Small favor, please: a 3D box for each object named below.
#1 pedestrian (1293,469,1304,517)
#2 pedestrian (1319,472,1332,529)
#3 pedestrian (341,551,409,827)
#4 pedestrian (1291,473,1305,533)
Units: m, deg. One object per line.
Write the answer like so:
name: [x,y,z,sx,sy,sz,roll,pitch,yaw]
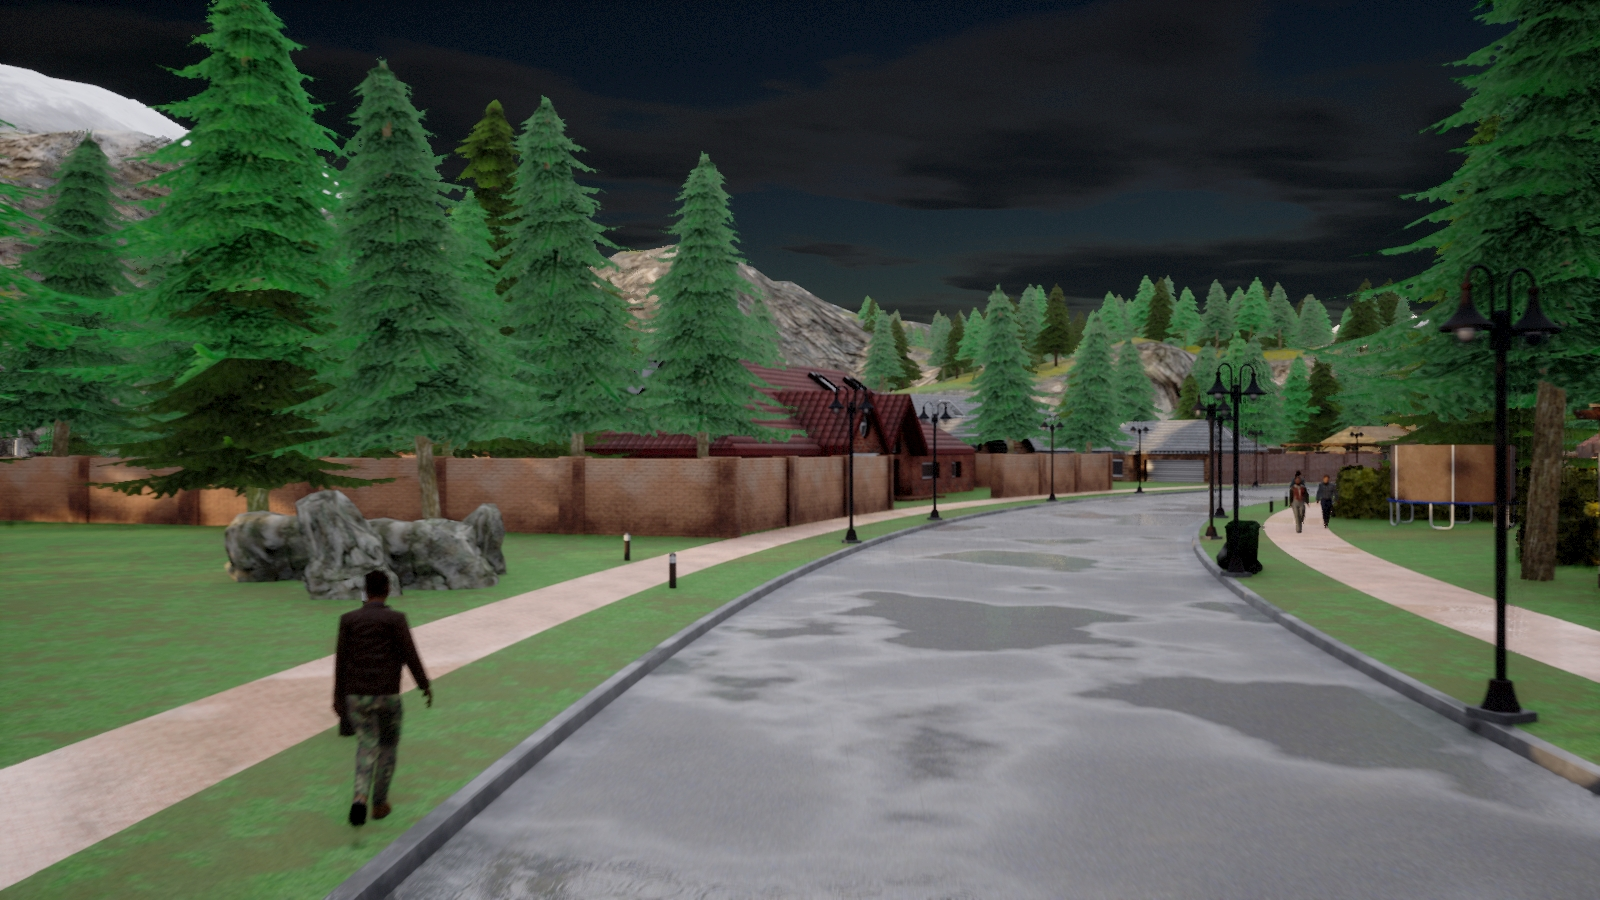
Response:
pedestrian: [19.279,1.663,44.167,0.375,1.860,0.375,0,0,22]
pedestrian: [17.465,1.663,37.955,0.375,1.860,0.375,0,0,22]
pedestrian: [-2.993,1.662,8.060,0.375,1.860,0.375,0,0,-7]
pedestrian: [15.709,1.663,36.010,0.375,1.860,0.375,0,0,19]
